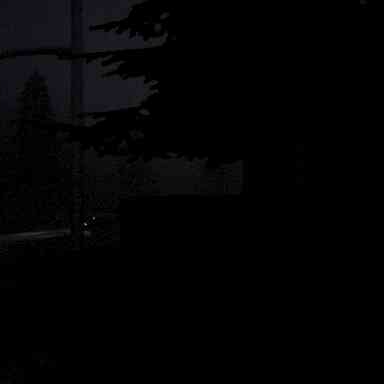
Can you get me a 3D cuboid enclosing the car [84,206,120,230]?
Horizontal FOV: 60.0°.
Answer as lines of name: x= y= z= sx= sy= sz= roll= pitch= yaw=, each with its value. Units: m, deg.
car: x=-4.994 y=1.586 z=21.389 sx=1.895 sy=1.301 sz=4.718 roll=0 pitch=0 yaw=36
